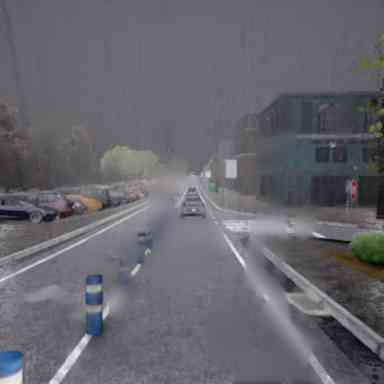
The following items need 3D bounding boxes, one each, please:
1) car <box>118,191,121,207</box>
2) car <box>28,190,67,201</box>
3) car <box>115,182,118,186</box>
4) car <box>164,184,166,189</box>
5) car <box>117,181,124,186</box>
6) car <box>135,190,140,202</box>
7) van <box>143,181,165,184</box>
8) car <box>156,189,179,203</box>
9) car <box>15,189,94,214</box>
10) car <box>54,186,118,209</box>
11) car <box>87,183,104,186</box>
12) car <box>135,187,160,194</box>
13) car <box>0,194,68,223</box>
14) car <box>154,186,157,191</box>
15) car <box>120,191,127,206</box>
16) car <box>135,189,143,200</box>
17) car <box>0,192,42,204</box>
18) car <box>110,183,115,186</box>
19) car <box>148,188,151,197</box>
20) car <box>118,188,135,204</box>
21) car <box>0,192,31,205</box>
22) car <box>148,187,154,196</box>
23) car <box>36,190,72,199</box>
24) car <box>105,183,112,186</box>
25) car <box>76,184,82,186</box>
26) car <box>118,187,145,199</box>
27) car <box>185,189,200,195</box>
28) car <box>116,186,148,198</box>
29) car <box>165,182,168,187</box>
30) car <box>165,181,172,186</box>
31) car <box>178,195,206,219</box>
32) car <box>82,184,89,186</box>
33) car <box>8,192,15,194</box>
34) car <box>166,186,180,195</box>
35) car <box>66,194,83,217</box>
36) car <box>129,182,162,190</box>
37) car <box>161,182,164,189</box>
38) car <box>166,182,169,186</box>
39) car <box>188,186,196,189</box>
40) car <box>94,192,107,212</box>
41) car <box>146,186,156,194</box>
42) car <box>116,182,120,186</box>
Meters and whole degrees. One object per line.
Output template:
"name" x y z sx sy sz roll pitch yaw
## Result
"car" -9.941 0.965 32.927 4.892 1.521 2.231 0 1 1
"car" -22.669 0.505 52.368 5.366 1.575 1.946 0 2 1
"car" -22.562 -1.039 85.896 4.892 1.521 2.231 0 3 1
"car" -9.532 -0.758 80.250 4.892 1.521 2.231 0 3 1
"car" -22.478 -1.568 91.447 5.566 2.045 2.435 0 3 1
"car" -9.819 0.787 44.074 4.792 1.488 2.163 0 1 1
"van" -9.618 -1.122 83.020 4.442 1.987 1.878 0 3 1
"car" -3.354 0.720 45.759 2.033 1.411 5.357 0 2 0
"car" -10.053 0.886 24.565 4.553 1.767 2.185 0 0 1
"car" -10.000 0.738 30.136 5.566 2.045 2.435 0 0 1
"car" -22.651 -0.604 71.976 5.566 2.045 2.435 0 3 1
"car" -9.595 -0.348 71.910 5.008 1.535 2.097 0 3 1
"car" -10.042 1.039 18.995 4.792 1.488 2.163 0 0 1
"car" -9.645 0.088 63.570 4.792 1.488 2.163 0 3 1
"car" -9.893 0.958 35.706 4.792 1.488 2.163 0 1 1
"car" -9.852 0.713 46.861 4.792 1.488 2.163 0 2 1
"car" -22.922 0.752 44.138 4.892 1.521 2.231 0 1 1
"car" -22.586 -0.902 83.114 5.008 1.535 2.097 0 3 1
"car" -9.751 0.449 55.212 4.674 1.452 2.002 0 2 1
"car" -9.841 0.697 41.283 4.553 1.767 2.185 0 1 1
"car" -22.948 0.820 41.221 5.008 1.535 2.097 0 1 1
"car" -9.718 0.300 57.997 5.008 1.535 2.097 0 2 0
"car" -22.835 0.408 55.157 5.008 1.535 2.097 0 2 1
"car" -22.608 -0.724 80.335 4.674 1.452 2.002 0 3 1
"car" -22.833 0.049 57.934 5.566 2.045 2.435 0 2 1
"car" -9.829 0.475 49.642 4.553 1.767 2.185 0 2 1
"car" 0.083 0.708 44.149 2.128 1.511 4.902 0 2 0
"car" -9.805 0.383 52.421 4.553 1.767 2.185 0 2 1
"car" -9.481 -1.035 85.810 5.008 1.535 2.097 0 3 1
"car" -9.216 -1.454 94.147 5.366 1.575 1.946 0 3 1
"car" 0.100 1.232 25.308 2.033 1.411 5.357 0 2 0
"car" -22.786 -0.066 63.514 4.553 1.767 2.185 0 3 1
"car" -22.973 0.876 38.432 5.008 1.535 2.097 0 1 1
"car" -3.290 0.093 62.004 1.837 1.490 4.892 0 3 1
"car" -10.075 1.040 21.779 4.792 1.488 2.163 0 0 1
"car" -9.653 -0.462 69.119 5.566 2.045 2.435 0 3 1
"car" -9.520 -0.741 77.338 4.553 1.767 2.185 0 3 1
"car" -9.446 -1.173 88.589 5.008 1.535 2.097 0 3 1
"car" 0.017 -0.719 78.557 1.882 1.535 5.008 0 3 0
"car" -9.991 1.005 27.344 5.008 1.535 2.097 0 0 1
"car" -9.694 0.183 60.784 5.008 1.535 2.097 0 3 1
"car" -22.559 -1.149 88.677 4.792 1.488 2.163 0 3 1
